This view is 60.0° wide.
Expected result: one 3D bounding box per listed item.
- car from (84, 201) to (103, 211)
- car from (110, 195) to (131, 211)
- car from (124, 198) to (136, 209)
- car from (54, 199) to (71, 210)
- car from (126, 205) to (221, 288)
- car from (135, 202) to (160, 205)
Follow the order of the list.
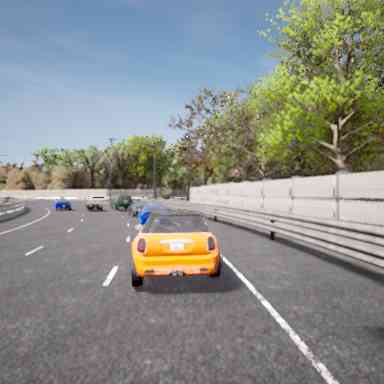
[{"bbox_3d":[-12.799,1.749,43.015,1.895,1.301,4.718,0,0,-24],"label":"car"},{"bbox_3d":[-9.387,1.370,44.021,2.150,2.045,5.566,0,0,-23],"label":"car"},{"bbox_3d":[-5.147,1.655,32.724,2.033,1.411,5.357,0,0,-18],"label":"car"},{"bbox_3d":[-17.460,1.636,44.824,1.882,1.535,5.008,0,0,-25],"label":"car"},{"bbox_3d":[-0.555,1.329,9.503,2.097,1.767,4.553,0,-2,-6],"label":"car"},{"bbox_3d":[-2.573,1.550,22.406,1.882,1.535,5.008,0,0,-12],"label":"car"}]
